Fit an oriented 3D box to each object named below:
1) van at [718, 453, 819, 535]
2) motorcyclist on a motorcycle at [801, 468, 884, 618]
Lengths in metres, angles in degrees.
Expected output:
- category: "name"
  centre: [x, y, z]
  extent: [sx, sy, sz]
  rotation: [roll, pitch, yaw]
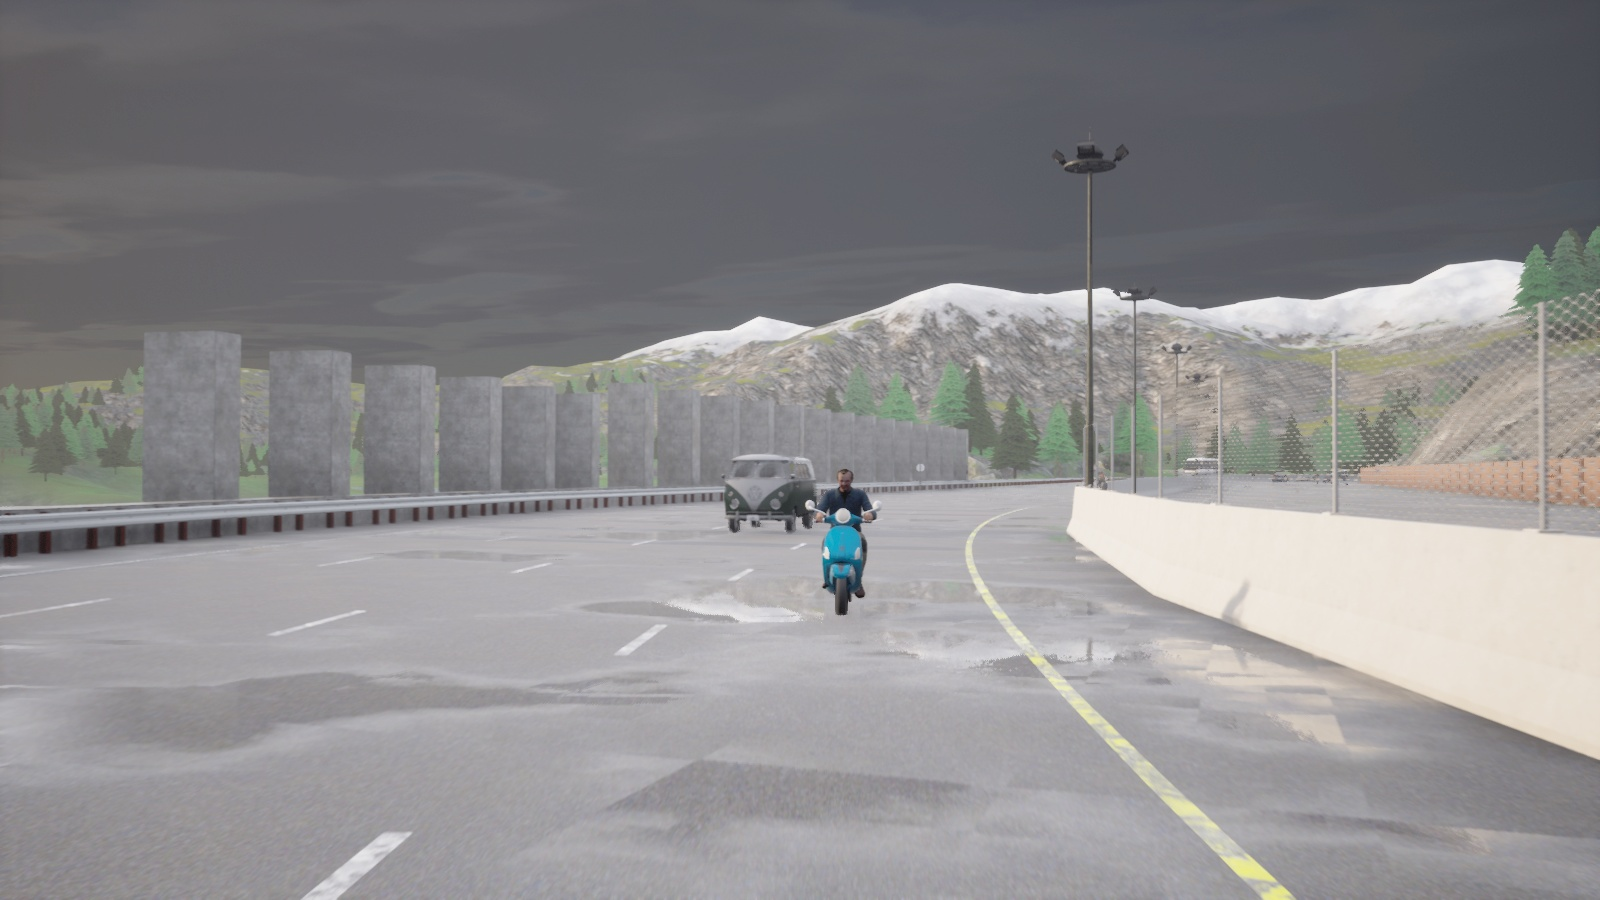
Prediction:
- category: "van"
  centre: [-0.736, 1.118, 32.754]
  extent: [1.775, 1.987, 4.442]
  rotation: [-1, -1, 10]
- category: "motorcyclist on a motorcycle"
  centre: [0.512, 1.005, 14.277]
  extent: [0.866, 1.590, 1.817]
  rotation: [0, -1, 5]
